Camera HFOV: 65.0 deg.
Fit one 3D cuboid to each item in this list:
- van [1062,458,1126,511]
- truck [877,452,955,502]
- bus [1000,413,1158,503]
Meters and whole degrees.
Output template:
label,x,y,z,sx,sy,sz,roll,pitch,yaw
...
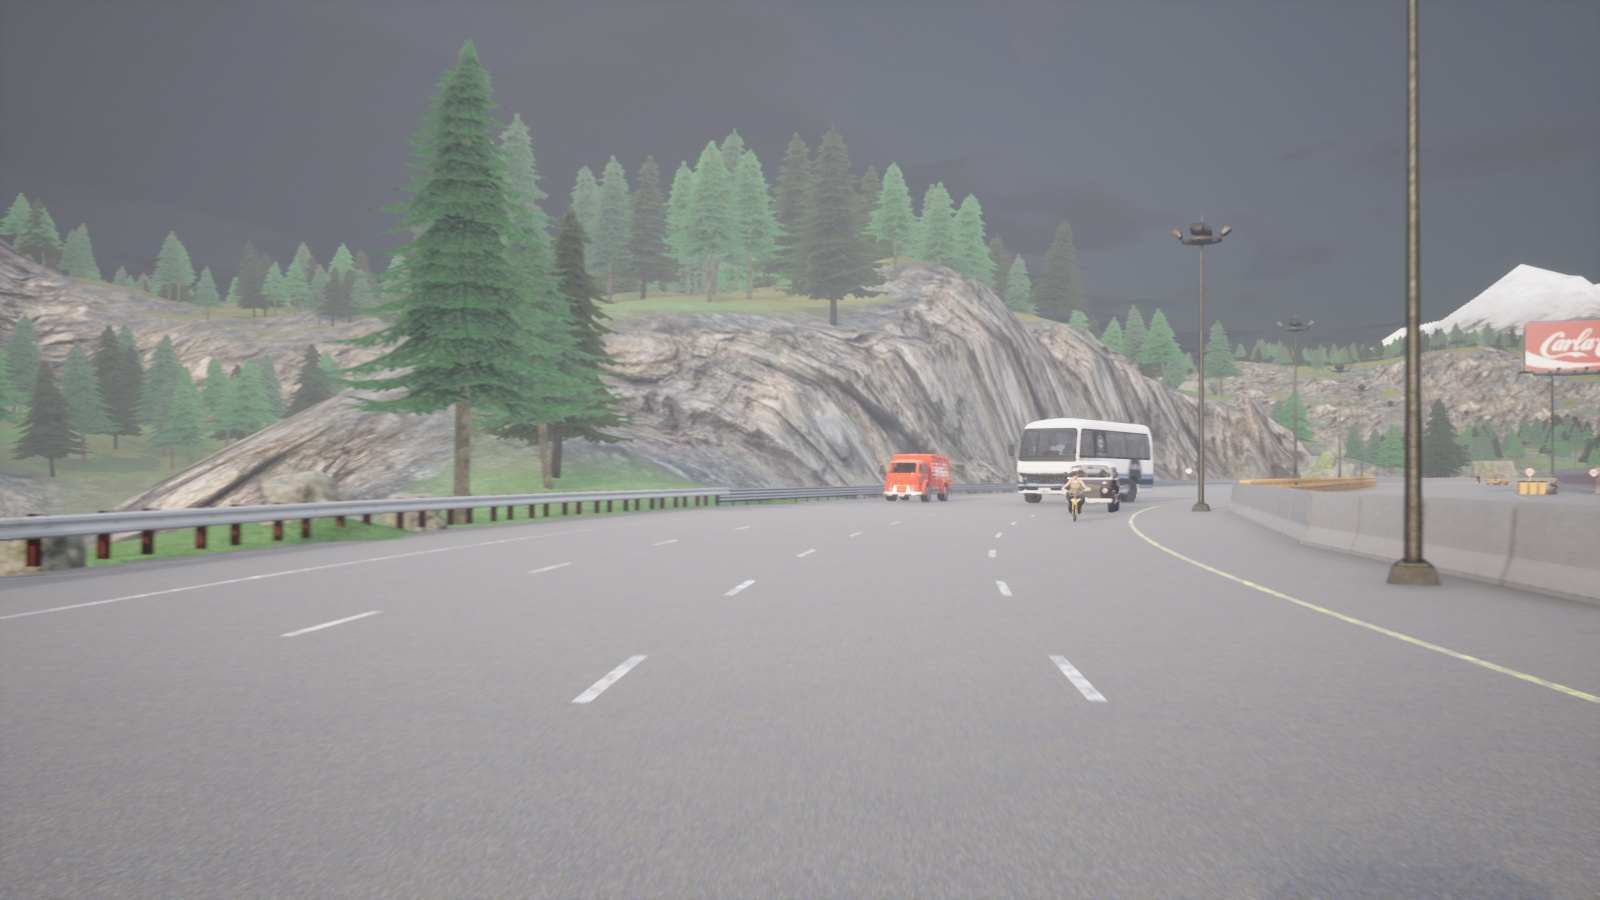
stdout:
label,x,y,z,sx,sy,sz,roll,pitch,yaw
van,11.855,1.363,50.436,2.069,2.038,4.480,0,-1,19
truck,6.078,1.406,65.170,2.627,2.467,5.204,-1,-1,22
bus,14.401,0.483,63.990,3.944,4.253,10.273,-1,-1,37
